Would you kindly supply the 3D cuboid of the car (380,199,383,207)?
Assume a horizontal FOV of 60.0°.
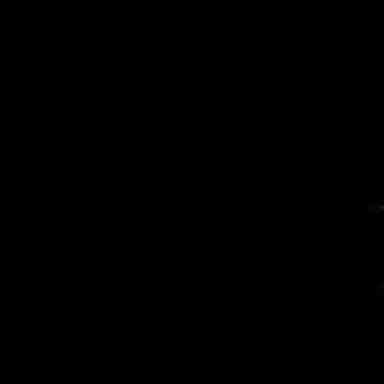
[{"bbox_3d":[24.871,1.086,41.043,4.181,1.385,1.994,-1,0,-44],"label":"car"}]
